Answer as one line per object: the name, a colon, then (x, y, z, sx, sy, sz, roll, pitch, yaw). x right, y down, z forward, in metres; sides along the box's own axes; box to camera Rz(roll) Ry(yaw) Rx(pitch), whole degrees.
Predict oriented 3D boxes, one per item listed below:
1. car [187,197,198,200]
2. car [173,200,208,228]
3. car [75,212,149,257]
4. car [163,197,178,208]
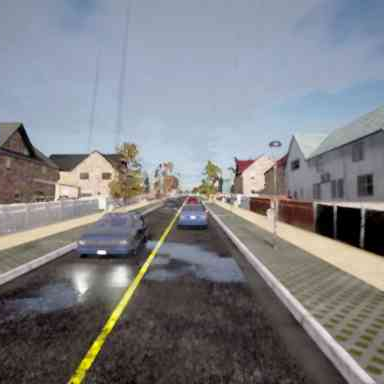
car: (0.075, 1.383, 42.228, 1.812, 1.442, 4.674, 0, 0, 0)
car: (0.059, 1.474, 21.407, 2.033, 1.411, 5.357, 0, 0, 0)
car: (-2.836, 1.502, 13.106, 2.033, 1.411, 5.357, 0, 0, 0)
car: (-2.849, 1.410, 45.787, 1.994, 1.385, 4.181, 0, 0, 0)
